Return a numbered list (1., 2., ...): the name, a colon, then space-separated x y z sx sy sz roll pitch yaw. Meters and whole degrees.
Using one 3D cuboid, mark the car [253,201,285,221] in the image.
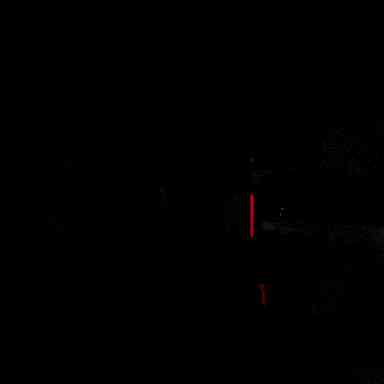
1. car: 5.417 1.490 27.491 1.837 1.490 4.892 0 0 -34
